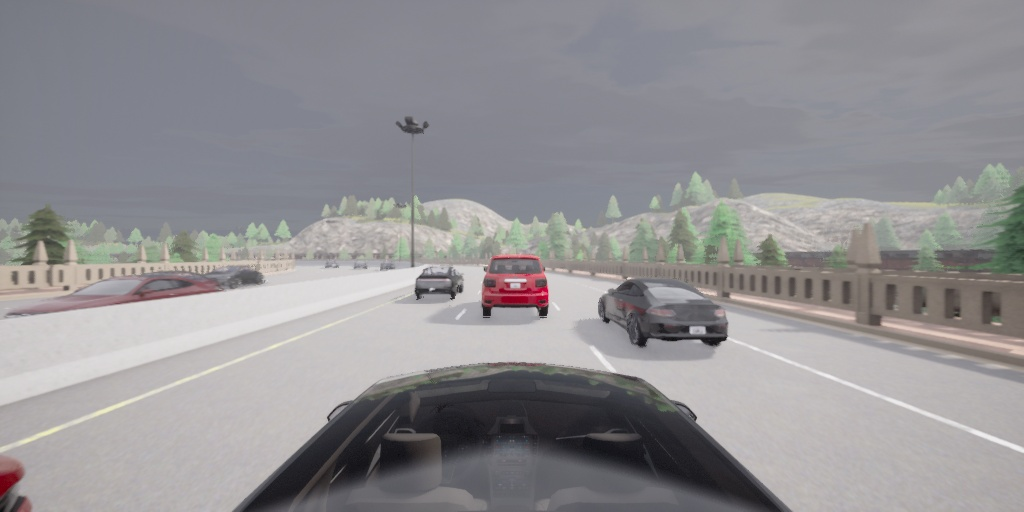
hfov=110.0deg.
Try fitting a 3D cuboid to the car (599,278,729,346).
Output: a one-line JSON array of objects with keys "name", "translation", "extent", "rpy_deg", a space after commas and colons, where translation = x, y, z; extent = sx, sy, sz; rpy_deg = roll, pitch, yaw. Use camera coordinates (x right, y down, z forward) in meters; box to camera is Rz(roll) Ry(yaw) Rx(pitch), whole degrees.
[{"name": "car", "translation": [3.599, 1.278, 9.248], "extent": [1.812, 1.442, 4.674], "rpy_deg": [0, 0, 0]}]

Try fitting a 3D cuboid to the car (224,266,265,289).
[{"name": "car", "translation": [-18.046, 1.332, 23.176], "extent": [1.994, 1.385, 4.181], "rpy_deg": [0, 0, -5]}]

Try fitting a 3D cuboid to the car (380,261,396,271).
[{"name": "car", "translation": [-17.844, 1.423, 51.570], "extent": [1.994, 1.385, 4.181], "rpy_deg": [0, 0, -22]}]

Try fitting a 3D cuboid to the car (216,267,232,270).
[{"name": "car", "translation": [-14.187, 1.317, 14.656], "extent": [1.994, 1.385, 4.181], "rpy_deg": [0, 0, -1]}]

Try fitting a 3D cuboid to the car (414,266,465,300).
[{"name": "car", "translation": [-3.499, 1.249, 17.841], "extent": [2.128, 1.511, 4.902], "rpy_deg": [0, 0, -1]}]

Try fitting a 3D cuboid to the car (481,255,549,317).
[{"name": "car", "translation": [0.092, 0.976, 13.315], "extent": [2.150, 2.045, 5.566], "rpy_deg": [0, 0, 0]}]

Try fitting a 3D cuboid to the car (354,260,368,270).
[{"name": "car", "translation": [-23.590, 1.421, 55.929], "extent": [1.812, 1.442, 4.674], "rpy_deg": [0, 0, -26]}]

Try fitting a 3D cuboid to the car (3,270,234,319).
[{"name": "car", "translation": [-10.632, 1.277, 10.098], "extent": [1.812, 1.442, 4.674], "rpy_deg": [0, 0, 0]}]
